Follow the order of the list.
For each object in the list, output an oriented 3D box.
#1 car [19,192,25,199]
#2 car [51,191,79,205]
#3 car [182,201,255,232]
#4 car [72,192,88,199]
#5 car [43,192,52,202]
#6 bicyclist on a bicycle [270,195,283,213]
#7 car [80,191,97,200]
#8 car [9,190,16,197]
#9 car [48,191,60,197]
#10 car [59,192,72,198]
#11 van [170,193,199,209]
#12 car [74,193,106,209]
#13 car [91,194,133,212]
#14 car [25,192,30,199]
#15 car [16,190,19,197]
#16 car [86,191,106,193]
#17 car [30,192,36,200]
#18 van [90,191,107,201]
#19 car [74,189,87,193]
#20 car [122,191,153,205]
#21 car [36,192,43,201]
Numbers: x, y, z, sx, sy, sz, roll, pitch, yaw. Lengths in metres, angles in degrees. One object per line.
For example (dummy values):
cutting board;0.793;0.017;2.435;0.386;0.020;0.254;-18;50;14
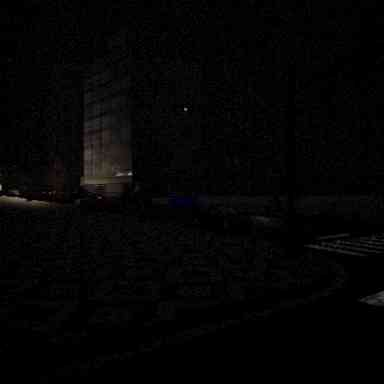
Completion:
car;-33.177;0.691;67.796;2.008;1.369;4.403;1;0;-35
car;-17.348;0.983;45.560;2.008;1.369;4.403;1;0;-35
car;1.648;1.407;18.876;2.008;1.369;4.403;1;0;-35
car;-23.064;0.759;68.289;1.887;1.381;4.507;1;0;-35
car;-20.514;0.919;50.008;2.008;1.369;4.403;1;0;-35
bicyclist on a bicycle;7.684;1.108;30.200;1.656;1.620;0.582;0;1;-35
car;-19.896;0.710;63.841;1.967;1.590;4.097;1;0;-35
car;-42.576;0.530;80.999;1.752;1.417;4.829;1;0;-35
car;-35.729;0.570;86.079;1.887;1.381;4.507;1;0;-35
car;-29.397;0.695;77.184;1.802;1.307;4.206;1;0;-35
van;-0.895;0.999;37.154;1.690;1.788;3.998;1;0;-35
car;-11.015;1.117;36.664;2.008;1.369;4.403;1;0;-35
car;-7.849;1.181;32.218;1.887;1.381;4.507;1;0;-35
car;-30.012;0.775;63.349;1.802;1.307;4.206;1;0;-35
car;-36.344;0.657;72.243;1.947;1.339;4.313;1;0;-35
car;-14.423;0.934;51.702;1.812;1.442;4.674;0;1;-36
car;-26.846;0.793;58.902;1.887;1.381;4.507;1;0;-35
van;-16.728;0.669;59.393;1.690;1.788;3.998;1;0;-35
car;-20.354;0.515;60.044;2.150;2.045;5.566;0;1;-35
car;-7.228;0.836;46.050;2.192;1.841;5.009;1;0;-35
car;-23.678;0.746;54.455;1.967;1.590;4.097;1;0;-35
